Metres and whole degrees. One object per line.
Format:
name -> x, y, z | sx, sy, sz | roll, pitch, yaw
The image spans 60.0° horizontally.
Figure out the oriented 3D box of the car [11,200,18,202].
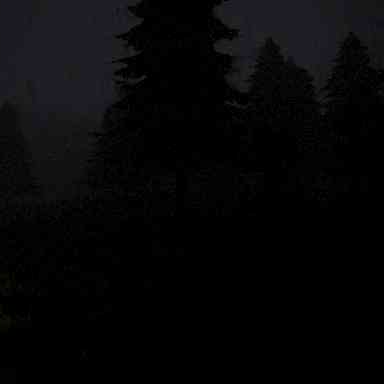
car -> -25.319, 1.902, 46.982 | 1.895, 1.301, 4.718 | -1, 4, 43
